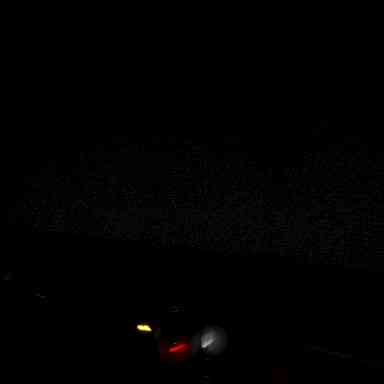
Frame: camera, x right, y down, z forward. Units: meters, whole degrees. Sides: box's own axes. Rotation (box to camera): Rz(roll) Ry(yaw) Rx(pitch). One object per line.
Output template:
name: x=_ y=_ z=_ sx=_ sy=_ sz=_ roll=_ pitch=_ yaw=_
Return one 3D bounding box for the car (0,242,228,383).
car: x=-1.681 y=1.529 z=5.192 sx=4.674 sy=1.442 sz=1.812 roll=0 pitch=0 yaw=36
